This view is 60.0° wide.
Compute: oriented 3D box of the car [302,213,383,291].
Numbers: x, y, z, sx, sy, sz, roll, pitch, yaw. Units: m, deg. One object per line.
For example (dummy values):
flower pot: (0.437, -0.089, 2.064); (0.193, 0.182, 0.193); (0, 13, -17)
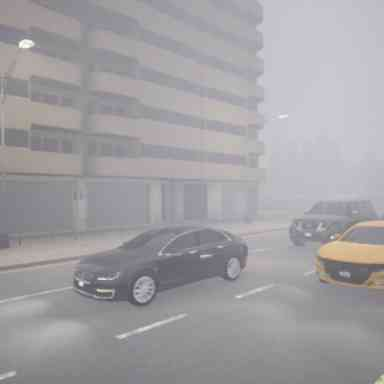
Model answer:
car: (5.205, 1.549, 9.084); (5.008, 1.535, 1.882); (0, -1, -43)

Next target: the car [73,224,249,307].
car: (-0.517, 1.641, 8.527); (4.892, 1.490, 1.837); (0, -1, -43)

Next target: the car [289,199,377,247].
car: (6.675, 1.363, 15.252); (5.566, 2.045, 2.150); (0, -1, -43)
